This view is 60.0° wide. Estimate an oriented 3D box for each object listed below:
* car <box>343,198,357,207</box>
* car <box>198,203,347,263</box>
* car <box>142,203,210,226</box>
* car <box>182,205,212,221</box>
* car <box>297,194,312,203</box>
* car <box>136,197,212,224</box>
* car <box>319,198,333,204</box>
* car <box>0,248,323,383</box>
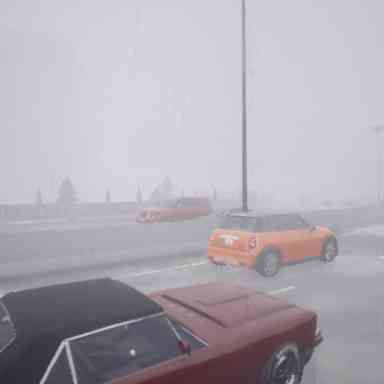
[{"bbox_3d":[25.534,1.699,53.930,1.994,1.385,4.181,0,0,22],"label":"car"},{"bbox_3d":[2.678,1.392,10.544,4.553,1.767,2.097,0,0,-39],"label":"car"},{"bbox_3d":[-1.150,1.682,26.068,5.357,1.411,2.033,0,0,-45],"label":"car"},{"bbox_3d":[2.220,1.634,19.617,5.357,1.411,2.033,0,0,-43],"label":"car"},{"bbox_3d":[20.280,1.413,59.888,2.150,2.045,5.566,0,0,20],"label":"car"},{"bbox_3d":[-0.915,1.333,21.503,5.566,2.045,2.150,0,0,-43],"label":"car"},{"bbox_3d":[22.469,1.724,55.807,1.994,1.385,4.181,0,0,22],"label":"car"},{"bbox_3d":[-0.757,1.624,3.389,4.718,1.301,1.895,0,0,-36],"label":"car"}]
